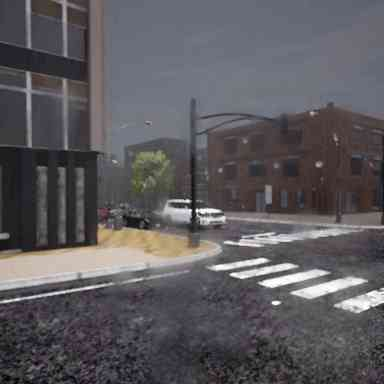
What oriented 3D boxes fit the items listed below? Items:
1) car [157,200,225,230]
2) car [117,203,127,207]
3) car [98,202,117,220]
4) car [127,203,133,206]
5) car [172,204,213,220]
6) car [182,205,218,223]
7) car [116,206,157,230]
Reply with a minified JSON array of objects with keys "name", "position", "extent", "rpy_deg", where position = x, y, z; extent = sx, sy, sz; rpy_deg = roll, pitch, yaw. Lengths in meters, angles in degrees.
[{"name":"car","position":[0.008,1.581,24.434],"extent":[2.150,2.045,5.566],"rpy_deg":[0,-1,-37]},{"name":"car","position":[-9.469,1.958,37.145],"extent":[2.097,1.767,4.553],"rpy_deg":[0,-1,-37]},{"name":"car","position":[-9.815,1.888,33.074],"extent":[2.192,1.841,5.009],"rpy_deg":[-2,0,-37]},{"name":"car","position":[-9.612,2.243,47.011],"extent":[2.008,1.369,4.403],"rpy_deg":[-2,0,-37]},{"name":"car","position":[-0.029,1.996,34.366],"extent":[2.008,1.369,4.403],"rpy_deg":[-2,0,-37]},{"name":"car","position":[0.639,1.965,30.216],"extent":[1.994,1.385,4.181],"rpy_deg":[-1,-1,-17]},{"name":"car","position":[-3.646,1.978,24.770],"extent":[1.947,1.339,4.313],"rpy_deg":[-2,0,-37]}]
